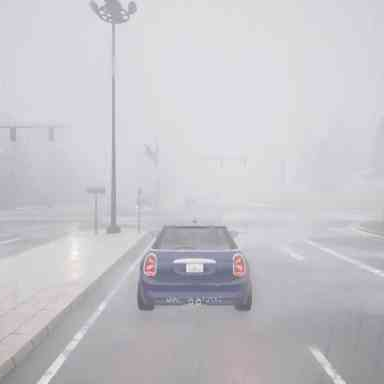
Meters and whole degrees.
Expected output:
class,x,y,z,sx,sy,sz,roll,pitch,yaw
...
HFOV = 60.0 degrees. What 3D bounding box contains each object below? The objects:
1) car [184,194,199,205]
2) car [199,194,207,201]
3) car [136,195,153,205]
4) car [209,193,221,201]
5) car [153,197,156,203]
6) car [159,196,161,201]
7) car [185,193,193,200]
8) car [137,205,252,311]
class,x,y,z,sx,sy,sz,roll,pitch,yaw
car,-0.225,1.525,54.755,1.812,1.442,4.674,0,0,-1
car,2.752,1.513,85.320,1.812,1.442,4.674,0,0,-1
car,-8.349,1.504,57.086,1.837,1.490,4.892,0,0,-1
car,6.257,1.214,85.053,2.150,2.045,5.566,0,0,-1
car,-8.468,1.502,68.870,1.837,1.490,4.892,0,0,-1
car,-8.702,1.539,82.538,2.033,1.411,5.357,0,0,-1
car,-0.924,1.188,95.614,2.150,2.045,5.566,0,0,-1
car,0.061,1.352,7.935,2.097,1.767,4.553,0,0,0
